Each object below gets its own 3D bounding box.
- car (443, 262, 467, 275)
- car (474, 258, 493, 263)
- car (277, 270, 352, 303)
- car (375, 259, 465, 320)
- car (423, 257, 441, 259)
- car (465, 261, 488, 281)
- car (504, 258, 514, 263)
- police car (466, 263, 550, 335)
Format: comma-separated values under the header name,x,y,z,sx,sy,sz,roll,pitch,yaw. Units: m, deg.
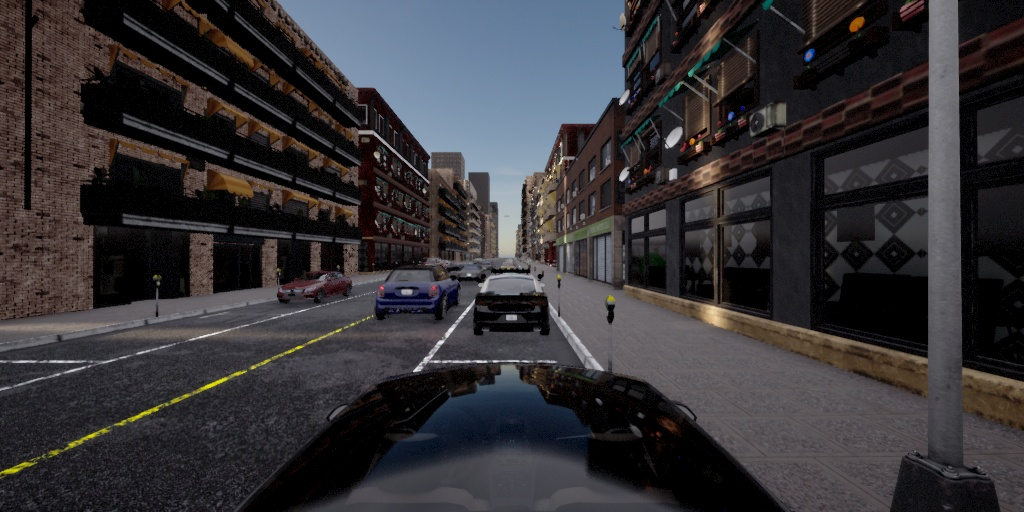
name,x,y,z,sx,sy,sz,roll,pitch,yaw
car,-6.228,1.350,39.660,1.895,1.301,4.718,0,0,0
car,-3.060,1.240,43.728,2.128,1.511,4.902,0,0,0
car,-8.837,1.333,16.462,1.802,1.307,4.207,0,0,0
car,-3.146,1.104,12.853,2.097,1.767,4.553,0,0,0
car,-8.837,1.064,39.007,2.192,1.841,5.009,0,0,0
car,-3.063,1.314,27.591,1.994,1.385,4.181,0,0,0
car,-0.456,1.275,39.173,1.751,1.417,4.829,0,0,0
police car,-0.011,1.175,10.609,1.930,1.638,5.238,0,0,0
